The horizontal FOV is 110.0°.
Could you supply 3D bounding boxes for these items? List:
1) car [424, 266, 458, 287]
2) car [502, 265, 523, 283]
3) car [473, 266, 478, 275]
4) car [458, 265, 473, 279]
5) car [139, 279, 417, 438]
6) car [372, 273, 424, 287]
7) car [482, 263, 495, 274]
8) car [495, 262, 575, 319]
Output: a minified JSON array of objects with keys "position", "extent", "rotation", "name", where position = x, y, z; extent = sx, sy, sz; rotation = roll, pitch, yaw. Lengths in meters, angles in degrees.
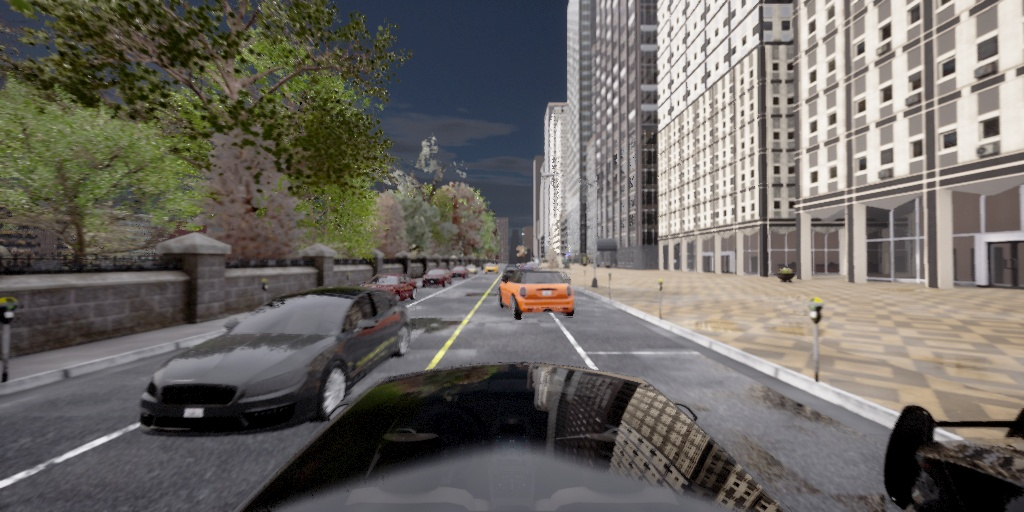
[{"position":[-5.717,1.633,27.887],"extent":[1.888,1.381,4.507],"rotation":[0,0,0],"name":"car"},{"position":[0.062,1.680,34.352],"extent":[1.837,1.490,4.892],"rotation":[0,0,0],"name":"car"},{"position":[-5.740,1.917,50.244],"extent":[1.751,1.417,4.829],"rotation":[0,0,0],"name":"car"},{"position":[-5.729,1.783,39.150],"extent":[1.888,1.381,4.507],"rotation":[0,0,0],"name":"car"},{"position":[-3.104,1.309,5.924],"extent":[1.837,1.490,4.892],"rotation":[0,-1,0],"name":"car"},{"position":[-5.706,1.487,16.624],"extent":[1.888,1.381,4.507],"rotation":[0,0,0],"name":"car"},{"position":[-3.065,1.925,54.382],"extent":[1.882,1.535,5.008],"rotation":[0,-1,0],"name":"car"},{"position":[0.771,1.257,13.805],"extent":[2.097,1.767,4.553],"rotation":[0,-1,-10],"name":"car"}]
